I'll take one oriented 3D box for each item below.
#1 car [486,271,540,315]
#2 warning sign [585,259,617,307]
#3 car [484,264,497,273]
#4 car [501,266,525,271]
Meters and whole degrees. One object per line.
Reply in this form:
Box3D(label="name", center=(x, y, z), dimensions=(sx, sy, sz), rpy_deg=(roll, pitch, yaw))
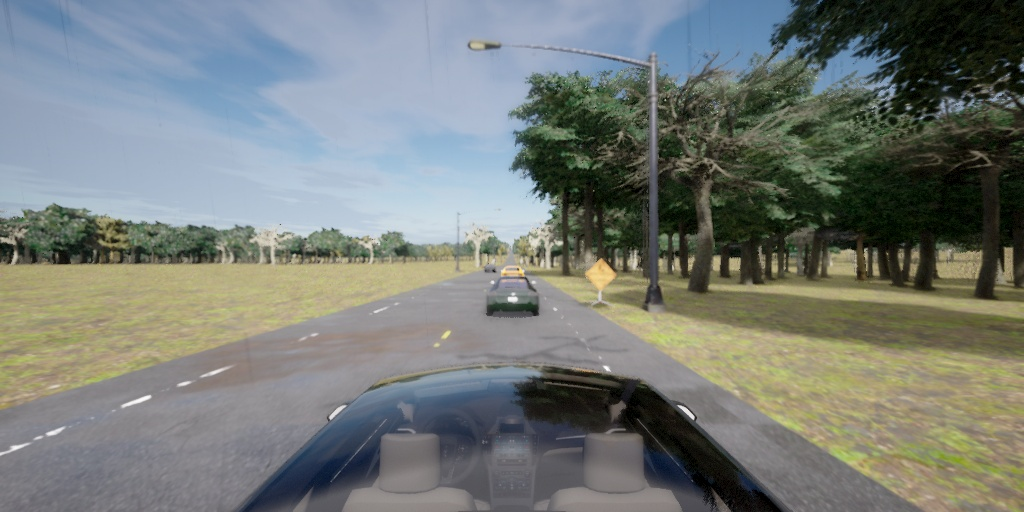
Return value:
Box3D(label="car", center=(0.049, 1.479, 14.366), dimensions=(1.994, 1.385, 4.181), rpy_deg=(0, -1, 1))
Box3D(label="warning sign", center=(3.552, 1.032, 14.531), dimensions=(1.300, 1.860, 1.060), rpy_deg=(0, 0, 0))
Box3D(label="car", center=(-3.549, 2.013, 58.427), dimensions=(1.882, 1.535, 5.008), rpy_deg=(0, -1, 1))
Box3D(label="car", center=(0.058, 1.609, 30.296), dimensions=(1.882, 1.535, 5.008), rpy_deg=(0, 0, 1))
